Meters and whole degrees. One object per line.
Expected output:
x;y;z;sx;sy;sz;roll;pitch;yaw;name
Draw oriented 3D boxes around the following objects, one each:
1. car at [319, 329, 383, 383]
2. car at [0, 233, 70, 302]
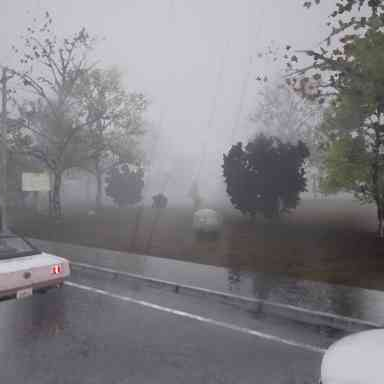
3.132;1.526;1.773;4.674;1.442;1.812;0;0;35;car
-4.933;1.601;7.513;4.718;1.301;1.895;0;0;36;car
